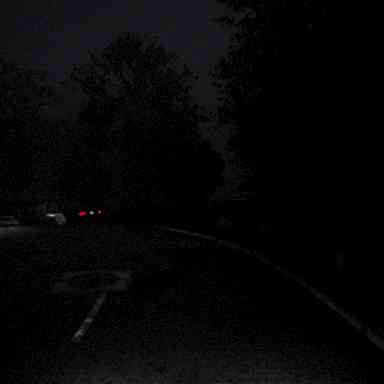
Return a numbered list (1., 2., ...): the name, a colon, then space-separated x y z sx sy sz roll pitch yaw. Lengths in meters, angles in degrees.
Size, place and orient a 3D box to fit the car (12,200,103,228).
1. car: -7.536 1.131 18.582 5.357 1.411 2.033 0 1 26
